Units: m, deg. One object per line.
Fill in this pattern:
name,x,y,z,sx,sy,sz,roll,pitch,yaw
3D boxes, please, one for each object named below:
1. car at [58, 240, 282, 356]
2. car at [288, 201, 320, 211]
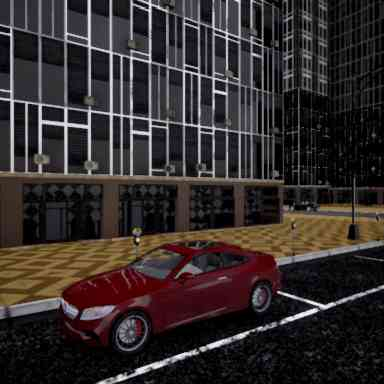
car,-0.150,1.581,5.993,4.206,1.307,1.802,0,0,-36
car,15.229,1.894,45.337,2.008,1.369,4.403,-1,0,-36
